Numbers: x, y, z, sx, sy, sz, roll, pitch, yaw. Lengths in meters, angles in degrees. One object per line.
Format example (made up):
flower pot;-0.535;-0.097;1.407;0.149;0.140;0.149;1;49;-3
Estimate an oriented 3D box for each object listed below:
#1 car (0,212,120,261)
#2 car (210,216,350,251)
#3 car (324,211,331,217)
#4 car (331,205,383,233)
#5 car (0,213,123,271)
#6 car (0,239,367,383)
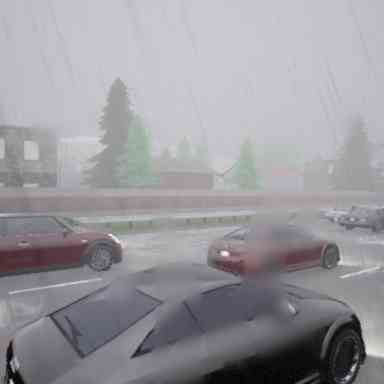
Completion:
car;-5.184;1.575;12.951;4.181;1.385;1.994;0;0;-35
car;2.499;1.588;9.831;4.181;1.385;1.994;0;0;-35
car;12.227;1.679;25.371;4.718;1.301;1.895;0;0;-36
car;11.109;1.614;20.273;5.357;1.411;2.033;0;0;-35
car;-4.266;1.358;9.309;4.553;1.767;2.097;0;0;-35
car;0.182;1.571;3.882;4.181;1.385;1.994;0;0;-35
